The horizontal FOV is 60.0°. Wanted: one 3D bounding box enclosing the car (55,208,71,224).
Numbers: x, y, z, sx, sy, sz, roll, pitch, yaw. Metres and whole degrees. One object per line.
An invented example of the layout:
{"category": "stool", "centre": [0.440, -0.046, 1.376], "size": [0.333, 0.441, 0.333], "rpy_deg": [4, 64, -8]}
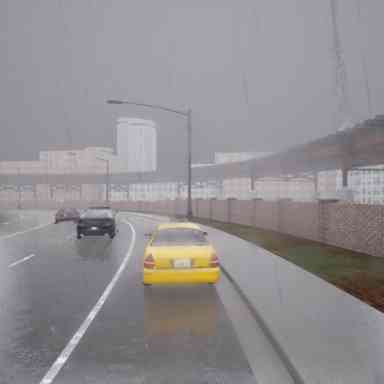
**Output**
{"category": "car", "centre": [-11.359, 2.126, 30.323], "size": [2.033, 1.411, 5.357], "rpy_deg": [0, -2, -17]}

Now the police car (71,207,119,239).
{"category": "police car", "centre": [-5.210, 1.658, 18.833], "size": [1.930, 1.638, 5.238], "rpy_deg": [0, -1, -9]}

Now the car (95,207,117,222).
{"category": "car", "centre": [-8.779, 2.260, 33.746], "size": [1.895, 1.301, 4.718], "rpy_deg": [0, -2, -17]}

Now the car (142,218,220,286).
{"category": "car", "centre": [-0.421, 1.516, 9.572], "size": [1.801, 1.575, 5.366], "rpy_deg": [0, -1, -5]}
